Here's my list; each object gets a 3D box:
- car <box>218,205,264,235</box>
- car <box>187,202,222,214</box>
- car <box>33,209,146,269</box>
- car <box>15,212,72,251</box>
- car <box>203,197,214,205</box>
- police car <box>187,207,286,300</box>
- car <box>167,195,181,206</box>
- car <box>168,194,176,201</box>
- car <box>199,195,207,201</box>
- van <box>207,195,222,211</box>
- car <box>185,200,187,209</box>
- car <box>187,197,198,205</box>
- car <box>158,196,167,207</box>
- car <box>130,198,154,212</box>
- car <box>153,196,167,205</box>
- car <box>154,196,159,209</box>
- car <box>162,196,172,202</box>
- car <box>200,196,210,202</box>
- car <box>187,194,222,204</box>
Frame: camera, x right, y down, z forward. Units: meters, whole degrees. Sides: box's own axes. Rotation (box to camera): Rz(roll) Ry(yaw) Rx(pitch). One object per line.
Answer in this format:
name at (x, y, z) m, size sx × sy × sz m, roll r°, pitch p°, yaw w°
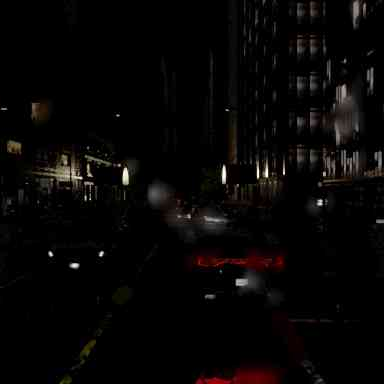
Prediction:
car at (2.725, 1.551, 19.445) m, size 2.008 × 1.369 × 4.403 m, roll 0°, pitch 0°, yaw 0°
car at (0.813, 1.504, 18.467) m, size 1.837 × 1.490 × 4.892 m, roll 0°, pitch 0°, yaw 0°
car at (-3.080, 1.547, 11.376) m, size 2.033 × 1.411 × 5.357 m, roll 0°, pitch 0°, yaw 0°
car at (-5.667, 1.550, 13.935) m, size 2.008 × 1.369 × 4.403 m, roll 0°, pitch 0°, yaw 0°
car at (2.800, 1.544, 58.284) m, size 1.752 × 1.417 × 4.829 m, roll 0°, pitch 0°, yaw 0°
police car at (0.916, 1.425, 8.577) m, size 1.930 × 1.638 × 5.238 m, roll 0°, pitch 0°, yaw 0°
car at (-2.896, 1.368, 54.116) m, size 2.097 × 1.767 × 4.553 m, roll 0°, pitch 0°, yaw 0°
car at (-5.516, 1.485, 91.272) m, size 1.967 × 1.590 × 4.097 m, roll 0°, pitch 0°, yaw 0°
car at (2.854, 1.566, 85.905) m, size 1.752 × 1.417 × 4.829 m, roll 0°, pitch 0°, yaw 0°
van at (2.766, 1.349, 41.542) m, size 1.690 × 1.788 × 3.998 m, roll 0°, pitch 0°, yaw 0°
car at (0.106, 1.515, 45.725) m, size 1.837 × 1.490 × 4.892 m, roll 0°, pitch 0°, yaw 0°
car at (0.115, 1.583, 58.914) m, size 1.994 × 1.385 × 4.181 m, roll 0°, pitch 0°, yaw 0°
car at (-5.591, 1.581, 52.603) m, size 1.947 × 1.339 × 4.313 m, roll 0°, pitch 0°, yaw 0°
car at (-5.624, 1.555, 36.031) m, size 2.008 × 1.369 × 4.403 m, roll 0°, pitch 0°, yaw 0°
car at (-5.581, 1.459, 58.127) m, size 1.967 × 1.590 × 4.097 m, roll 0°, pitch 0°, yaw 0°
car at (-5.613, 1.552, 41.555) m, size 1.887 × 1.381 × 4.507 m, roll 0°, pitch 0°, yaw 0°
car at (-5.548, 1.613, 74.700) m, size 1.802 × 1.307 × 4.206 m, roll 0°, pitch 0°, yaw 0°
car at (2.832, 1.582, 74.687) m, size 2.008 × 1.369 × 4.403 m, roll 0°, pitch 0°, yaw 0°
car at (0.948, 1.226, 24.496) m, size 2.150 × 2.045 × 5.566 m, roll 0°, pitch 0°, yaw 0°
